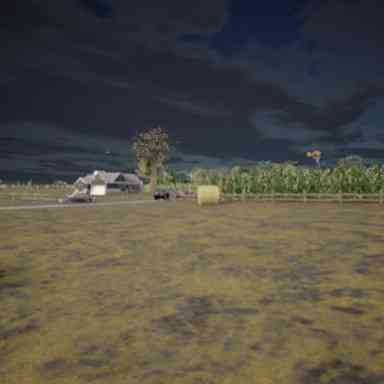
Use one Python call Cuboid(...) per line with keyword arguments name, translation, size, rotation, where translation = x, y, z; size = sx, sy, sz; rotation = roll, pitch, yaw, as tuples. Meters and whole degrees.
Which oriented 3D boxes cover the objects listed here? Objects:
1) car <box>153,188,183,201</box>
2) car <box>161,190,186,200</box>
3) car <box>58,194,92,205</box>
Cuboid(name="car", translation=(-4.136, 0.429, 56.484), size=(2.150, 2.045, 5.566), rotation=(-1, 0, 36))
Cuboid(name="car", translation=(-3.430, 0.546, 62.286), size=(2.097, 1.767, 4.553), rotation=(-1, 0, 35))
Cuboid(name="car", translation=(-15.797, 0.949, 45.083), size=(1.812, 1.442, 4.674), rotation=(-1, 0, 36))
